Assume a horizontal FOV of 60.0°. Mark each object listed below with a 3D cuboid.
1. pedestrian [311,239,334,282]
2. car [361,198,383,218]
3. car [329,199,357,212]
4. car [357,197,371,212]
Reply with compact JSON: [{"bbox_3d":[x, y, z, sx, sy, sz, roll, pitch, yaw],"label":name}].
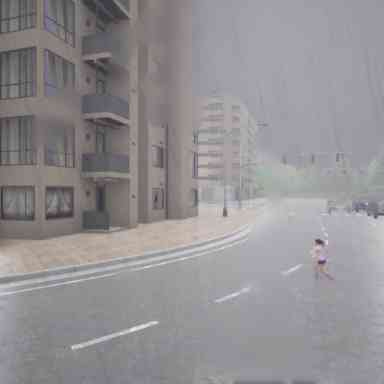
[{"bbox_3d":[3.265,1.674,8.420,0.500,1.100,0.500,0,0,38],"label":"pedestrian"},{"bbox_3d":[16.784,1.547,29.393,2.033,1.411,5.357,0,0,19],"label":"car"},{"bbox_3d":[13.238,1.179,30.203,2.128,1.511,4.902,0,0,19],"label":"car"},{"bbox_3d":[19.816,1.352,38.410,2.097,1.767,4.553,0,0,19],"label":"car"}]
